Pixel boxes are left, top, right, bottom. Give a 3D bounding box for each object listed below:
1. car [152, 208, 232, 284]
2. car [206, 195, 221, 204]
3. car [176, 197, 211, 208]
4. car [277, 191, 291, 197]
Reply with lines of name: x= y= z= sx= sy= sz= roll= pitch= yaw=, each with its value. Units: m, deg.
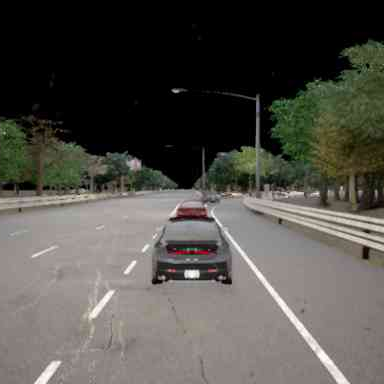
car: x=0.000 y=1.405 z=9.227 sx=1.837 sy=1.490 sz=4.892 roll=0 pitch=1 yaw=0
car: x=2.948 y=1.079 z=48.542 sx=1.895 sy=1.301 sz=4.718 roll=0 pitch=1 yaw=15
car: x=0.001 y=1.261 z=21.731 sx=1.882 sy=1.535 sz=5.008 roll=0 pitch=0 yaw=0
car: x=23.819 y=0.528 z=85.536 sx=1.837 sy=1.490 sz=4.892 roll=1 pitch=1 yaw=45
